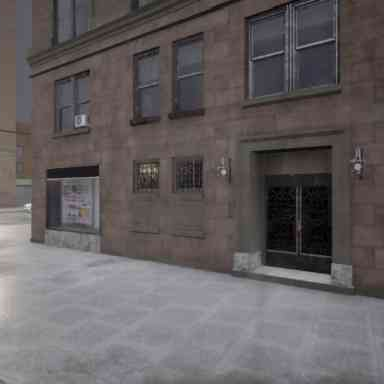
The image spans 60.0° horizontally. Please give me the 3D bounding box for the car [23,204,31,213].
[{"bbox_3d":[-15.648,1.438,35.818,1.812,1.442,4.674,0,0,35],"label":"car"}]
